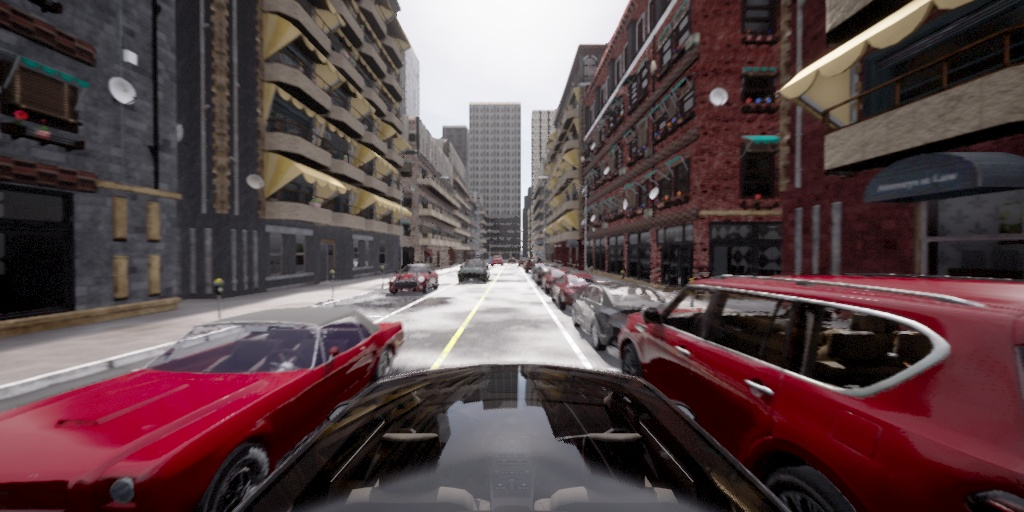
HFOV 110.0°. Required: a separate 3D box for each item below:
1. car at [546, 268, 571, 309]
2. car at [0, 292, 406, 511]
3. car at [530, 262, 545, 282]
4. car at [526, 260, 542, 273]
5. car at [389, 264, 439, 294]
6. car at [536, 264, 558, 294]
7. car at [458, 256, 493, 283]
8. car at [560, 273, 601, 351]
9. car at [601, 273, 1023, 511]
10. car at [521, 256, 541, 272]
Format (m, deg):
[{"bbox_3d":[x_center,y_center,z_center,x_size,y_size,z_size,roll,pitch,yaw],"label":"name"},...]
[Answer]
[{"bbox_3d":[2.562,1.324,14.377,1.802,1.307,4.207,0,0,0],"label":"car"},{"bbox_3d":[-2.809,1.350,4.078,1.895,1.301,4.718,0,0,0],"label":"car"},{"bbox_3d":[2.558,1.300,25.475,1.948,1.339,4.313,0,0,0],"label":"car"},{"bbox_3d":[2.557,1.280,31.023,2.007,1.370,4.403,0,0,0],"label":"car"},{"bbox_3d":[-5.321,1.178,19.902,1.967,1.591,4.097,0,0,0],"label":"car"},{"bbox_3d":[2.560,1.320,19.926,1.802,1.307,4.207,0,0,0],"label":"car"},{"bbox_3d":[-2.851,1.084,27.450,2.097,1.767,4.553,0,0,0],"label":"car"},{"bbox_3d":[2.563,1.296,8.827,2.007,1.370,4.403,0,0,0],"label":"car"},{"bbox_3d":[2.565,1.064,3.278,2.192,1.841,5.009,0,0,0],"label":"car"},{"bbox_3d":[2.554,1.036,42.122,2.192,1.841,5.009,0,0,0],"label":"car"}]
